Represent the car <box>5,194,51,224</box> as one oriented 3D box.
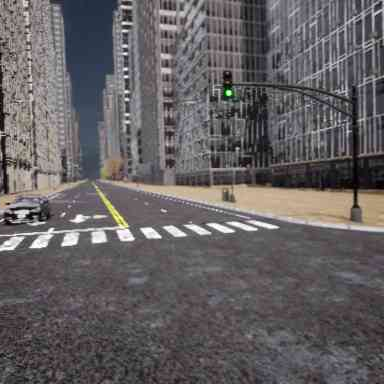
[{"bbox_3d":[-9.490,0.893,19.461,2.128,1.511,4.902,-2,3,-17],"label":"car"}]
